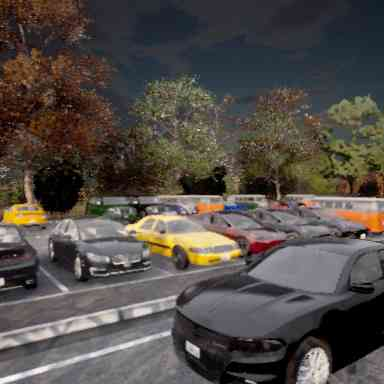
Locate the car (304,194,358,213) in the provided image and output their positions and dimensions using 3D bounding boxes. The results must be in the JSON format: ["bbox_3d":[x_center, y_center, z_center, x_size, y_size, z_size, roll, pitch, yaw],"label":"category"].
[{"bbox_3d":[16.613,1.324,40.069,2.435,2.045,5.566,1,0,-35],"label":"car"}]

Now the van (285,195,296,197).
[{"bbox_3d":[11.945,1.304,36.860,1.878,1.987,4.442,0,0,-35],"label":"van"}]

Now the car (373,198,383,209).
[{"bbox_3d":[30.078,1.714,49.596,2.097,1.535,5.008,1,0,-35],"label":"car"}]

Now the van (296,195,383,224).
[{"bbox_3d":[8.278,1.271,18.209,1.878,1.987,4.442,0,0,-35],"label":"van"}]

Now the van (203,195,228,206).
[{"bbox_3d":[0.761,1.269,28.913,1.878,1.987,4.442,0,0,-35],"label":"van"}]

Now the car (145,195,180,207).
[{"bbox_3d":[-3.671,1.246,25.586,2.435,2.045,5.566,0,0,-35],"label":"car"}]

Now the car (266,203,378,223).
[{"bbox_3d":[6.100,1.527,16.482,2.163,1.488,4.792,0,0,-35],"label":"car"}]

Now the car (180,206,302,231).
[{"bbox_3d":[1.574,1.529,13.266,2.163,1.488,4.792,0,0,-35],"label":"car"}]

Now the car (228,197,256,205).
[{"bbox_3d":[3.084,1.494,30.427,2.097,1.535,5.008,0,0,-35],"label":"car"}]

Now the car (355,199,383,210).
[{"bbox_3d":[25.676,1.698,46.438,2.163,1.488,4.792,1,0,-35],"label":"car"}]

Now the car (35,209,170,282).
[{"bbox_3d":[-2.973,1.502,10.079,2.231,1.521,4.892,0,0,-35],"label":"car"}]

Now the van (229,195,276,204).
[{"bbox_3d":[5.421,1.271,31.948,1.878,1.987,4.442,0,0,-36],"label":"van"}]

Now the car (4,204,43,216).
[{"bbox_3d":[-10.459,1.499,20.790,2.097,1.535,5.008,0,0,-35],"label":"car"}]

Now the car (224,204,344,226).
[{"bbox_3d":[3.837,1.528,14.874,2.163,1.488,4.792,0,0,-35],"label":"car"}]

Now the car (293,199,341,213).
[{"bbox_3d":[14.387,1.581,38.417,2.163,1.488,4.792,1,0,-35],"label":"car"}]

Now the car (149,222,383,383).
[{"bbox_3d":[2.042,1.476,5.144,5.008,1.535,1.882,0,0,-36],"label":"car"}]

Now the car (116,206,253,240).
[{"bbox_3d":[-0.599,1.497,11.530,1.946,1.575,5.366,0,0,-35],"label":"car"}]

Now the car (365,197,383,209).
[{"bbox_3d":[27.798,1.565,48.021,2.185,1.767,4.553,1,0,-35],"label":"car"}]

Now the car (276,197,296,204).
[{"bbox_3d":[7.584,1.531,33.654,2.163,1.488,4.792,0,0,-35],"label":"car"}]

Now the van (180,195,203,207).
[{"bbox_3d":[-1.362,1.270,27.118,1.878,1.987,4.442,0,0,-35],"label":"van"}]

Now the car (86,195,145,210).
[{"bbox_3d":[-5.929,1.246,23.982,2.435,2.045,5.566,0,0,-35],"label":"car"}]

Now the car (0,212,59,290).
[{"bbox_3d":[-5.228,1.503,8.460,2.231,1.521,4.892,0,0,-35],"label":"car"}]
